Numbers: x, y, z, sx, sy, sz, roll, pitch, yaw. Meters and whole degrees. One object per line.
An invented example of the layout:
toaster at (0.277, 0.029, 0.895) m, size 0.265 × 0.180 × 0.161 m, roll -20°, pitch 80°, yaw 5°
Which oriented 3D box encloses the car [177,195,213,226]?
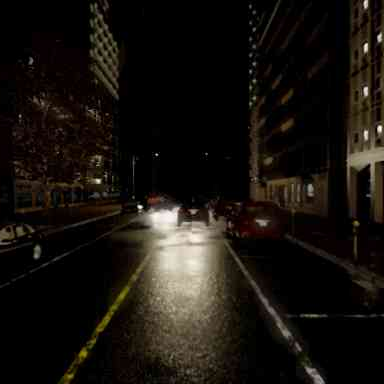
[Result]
car at (0.089, 1.312, 23.277) m, size 2.097 × 1.767 × 4.553 m, roll 0°, pitch 0°, yaw 0°

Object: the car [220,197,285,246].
car at (2.685, 1.291, 14.959) m, size 2.192 × 1.841 × 5.009 m, roll 0°, pitch 0°, yaw 0°

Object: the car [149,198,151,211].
car at (-5.710, 1.497, 37.735) m, size 1.947 × 1.339 × 4.313 m, roll 0°, pitch 0°, yaw 0°

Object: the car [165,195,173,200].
car at (-5.738, 1.401, 83.273) m, size 1.802 × 1.307 × 4.206 m, roll 0°, pitch 0°, yaw 0°

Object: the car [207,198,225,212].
car at (2.670, 1.457, 37.897) m, size 1.752 × 1.417 × 4.829 m, roll 0°, pitch 0°, yaw 0°

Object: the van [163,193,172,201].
van at (-5.733, 1.175, 77.580) m, size 1.690 × 1.788 × 3.998 m, roll 0°, pitch 0°, yaw 0°

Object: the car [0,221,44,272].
car at (-5.693, 1.535, 9.274) m, size 2.008 × 1.369 × 4.403 m, roll 0°, pitch 0°, yaw 0°

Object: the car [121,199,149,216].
car at (-5.707, 1.494, 32.043) m, size 2.008 × 1.369 × 4.403 m, roll 0°, pitch 0°, yaw 0°

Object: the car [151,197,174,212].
car at (-3.119, 1.533, 37.330) m, size 1.895 × 1.301 × 4.718 m, roll 0°, pitch 0°, yaw 0°

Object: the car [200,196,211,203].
car at (2.653, 1.430, 66.189) m, size 1.947 × 1.339 × 4.313 m, roll 0°, pitch 0°, yaw 0°

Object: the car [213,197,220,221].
car at (2.679, 1.270, 26.344) m, size 2.192 × 1.841 × 5.009 m, roll 0°, pitch 0°, yaw 0°

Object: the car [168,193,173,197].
car at (-5.731, 1.394, 71.888) m, size 1.887 × 1.381 × 4.507 m, roll 0°, pitch 0°, yaw 0°

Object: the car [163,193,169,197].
car at (-5.724, 1.429, 60.504) m, size 2.008 × 1.369 × 4.403 m, roll 0°, pitch 0°, yaw 0°

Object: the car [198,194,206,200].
car at (2.640, 1.244, 88.955) m, size 1.967 × 1.590 × 4.097 m, roll 0°, pitch 0°, yaw 0°
